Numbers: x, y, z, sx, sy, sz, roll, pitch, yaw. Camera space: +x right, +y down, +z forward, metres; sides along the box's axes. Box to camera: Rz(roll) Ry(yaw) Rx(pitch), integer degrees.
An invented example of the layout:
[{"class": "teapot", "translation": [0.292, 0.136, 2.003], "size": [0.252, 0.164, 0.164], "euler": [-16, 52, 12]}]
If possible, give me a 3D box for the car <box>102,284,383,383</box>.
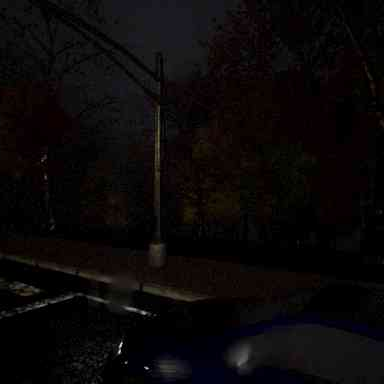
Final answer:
[{"class": "car", "translation": [1.158, 1.564, 2.857], "size": [4.181, 1.385, 1.994], "euler": [0, 0, 35]}]
